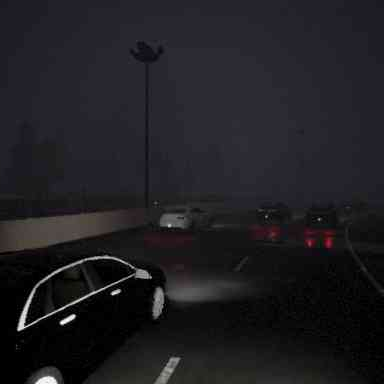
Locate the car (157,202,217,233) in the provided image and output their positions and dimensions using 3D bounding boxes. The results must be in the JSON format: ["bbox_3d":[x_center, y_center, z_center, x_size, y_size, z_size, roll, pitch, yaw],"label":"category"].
[{"bbox_3d":[-0.268,1.521,19.607,1.812,1.442,4.674,0,0,23],"label":"car"}]

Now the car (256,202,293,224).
[{"bbox_3d":[6.285,1.485,25.091,2.128,1.511,4.902,0,0,28],"label":"car"}]

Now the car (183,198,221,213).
[{"bbox_3d":[1.218,1.469,37.443,1.882,1.535,5.008,0,0,34],"label":"car"}]

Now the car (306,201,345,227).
[{"bbox_3d":[9.014,1.486,22.758,2.128,1.511,4.902,0,0,27],"label":"car"}]

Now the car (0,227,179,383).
[{"bbox_3d":[-1.834,1.504,4.452,1.837,1.490,4.892,0,0,15],"label":"car"}]

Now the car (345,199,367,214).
[{"bbox_3d":[17.502,1.469,35.900,1.882,1.535,5.008,0,0,37],"label":"car"}]

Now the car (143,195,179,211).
[{"bbox_3d":[-3.912,1.341,42.319,2.097,1.767,4.553,0,0,34],"label":"car"}]
